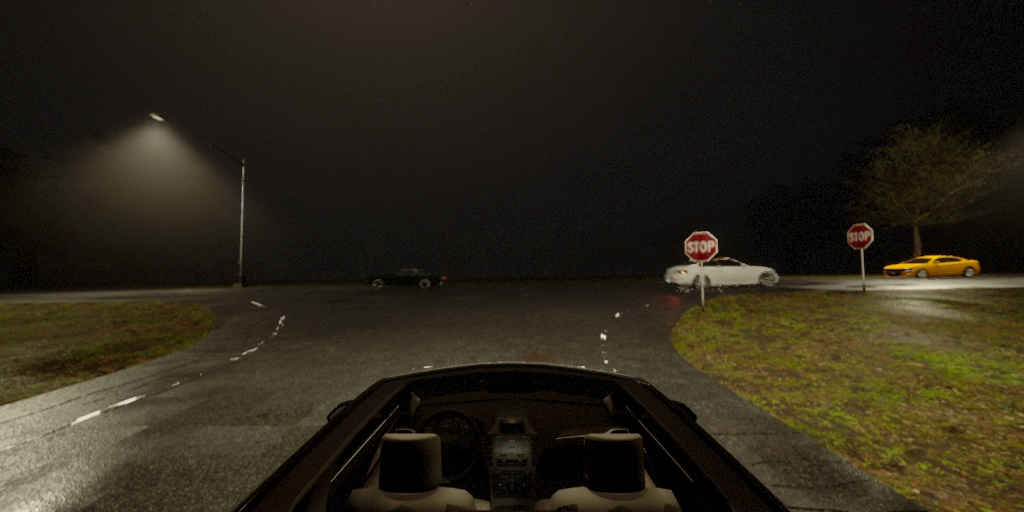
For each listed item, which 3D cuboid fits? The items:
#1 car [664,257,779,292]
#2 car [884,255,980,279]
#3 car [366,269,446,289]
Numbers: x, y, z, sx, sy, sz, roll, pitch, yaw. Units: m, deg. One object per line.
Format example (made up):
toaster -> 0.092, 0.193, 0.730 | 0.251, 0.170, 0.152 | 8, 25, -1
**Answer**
car -> 9.301, 0.774, 16.143 | 4.674, 1.442, 1.812 | -2, -2, -1
car -> 27.385, 0.747, 23.508 | 5.008, 1.535, 1.882 | -2, -3, -1
car -> -6.711, 1.462, 22.933 | 4.718, 1.301, 1.895 | 0, -2, 0
